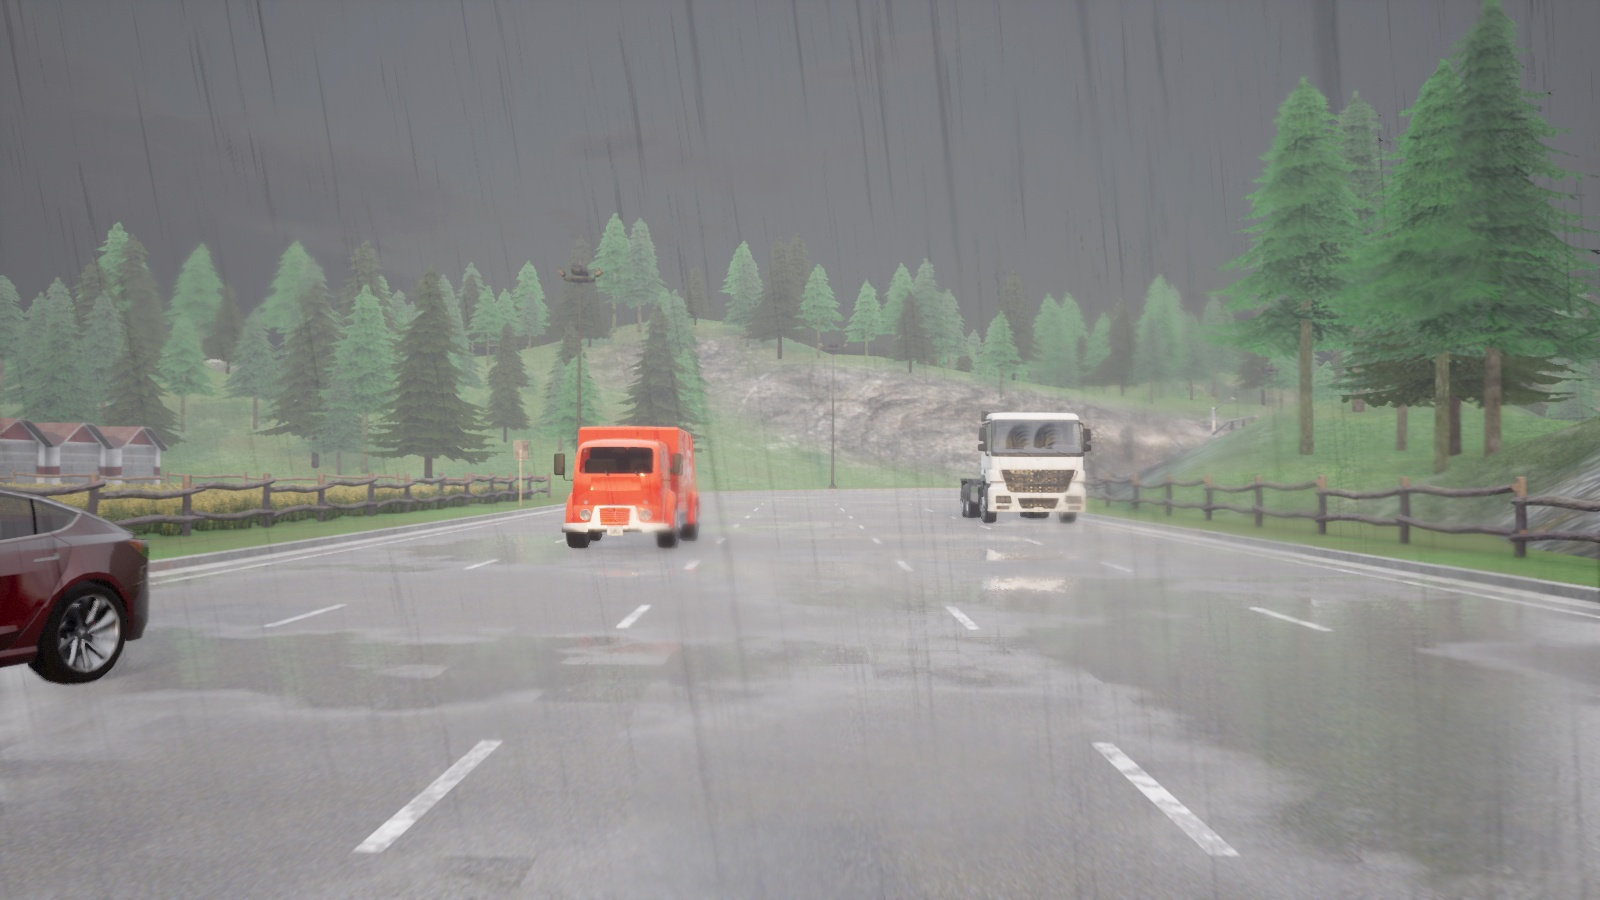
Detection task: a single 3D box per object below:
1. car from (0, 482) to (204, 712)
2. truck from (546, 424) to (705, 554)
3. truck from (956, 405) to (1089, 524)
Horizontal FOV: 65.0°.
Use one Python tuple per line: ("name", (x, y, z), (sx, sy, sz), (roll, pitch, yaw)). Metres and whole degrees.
("car", (-6.431, 0.974, 7.993), (2.163, 1.488, 4.792), (-1, -1, 15))
("truck", (-3.508, 0.786, 26.484), (2.627, 2.467, 5.204), (0, -1, 0))
("truck", (6.989, 0.485, 40.660), (2.891, 3.462, 7.936), (0, -1, 0))
